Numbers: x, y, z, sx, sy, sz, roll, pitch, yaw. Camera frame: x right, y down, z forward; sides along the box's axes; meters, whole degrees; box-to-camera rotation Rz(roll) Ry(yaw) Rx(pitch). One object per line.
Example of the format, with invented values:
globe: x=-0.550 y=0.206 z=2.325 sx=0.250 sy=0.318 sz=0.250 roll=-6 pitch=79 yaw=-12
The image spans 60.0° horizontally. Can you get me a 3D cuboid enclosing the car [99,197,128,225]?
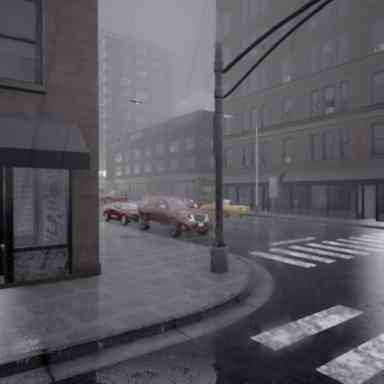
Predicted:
car: x=-4.275 y=1.284 z=21.600 sx=1.887 sy=1.381 sz=4.507 roll=1 pitch=0 yaw=-36

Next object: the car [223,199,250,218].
car: x=2.538 y=1.214 z=26.726 sx=1.752 sy=1.417 sz=4.829 roll=1 pitch=0 yaw=-36

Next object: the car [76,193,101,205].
car: x=-14.103 y=0.875 z=45.257 sx=1.837 sy=1.490 sz=4.892 roll=0 pitch=1 yaw=-35

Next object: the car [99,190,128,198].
car: x=-10.208 y=0.708 z=44.356 sx=2.192 sy=1.841 sz=5.009 roll=0 pitch=0 yaw=-36

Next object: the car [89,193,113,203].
car: x=-13.423 y=0.874 z=48.799 sx=2.008 sy=1.369 sz=4.403 roll=0 pitch=0 yaw=-36

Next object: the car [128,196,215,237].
car: x=-1.059 y=1.134 z=17.158 sx=2.192 sy=1.841 sz=5.009 roll=1 pitch=0 yaw=-36

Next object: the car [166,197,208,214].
car: x=-0.575 y=1.195 z=31.030 sx=1.802 sy=1.307 sz=4.206 roll=1 pitch=0 yaw=-36
